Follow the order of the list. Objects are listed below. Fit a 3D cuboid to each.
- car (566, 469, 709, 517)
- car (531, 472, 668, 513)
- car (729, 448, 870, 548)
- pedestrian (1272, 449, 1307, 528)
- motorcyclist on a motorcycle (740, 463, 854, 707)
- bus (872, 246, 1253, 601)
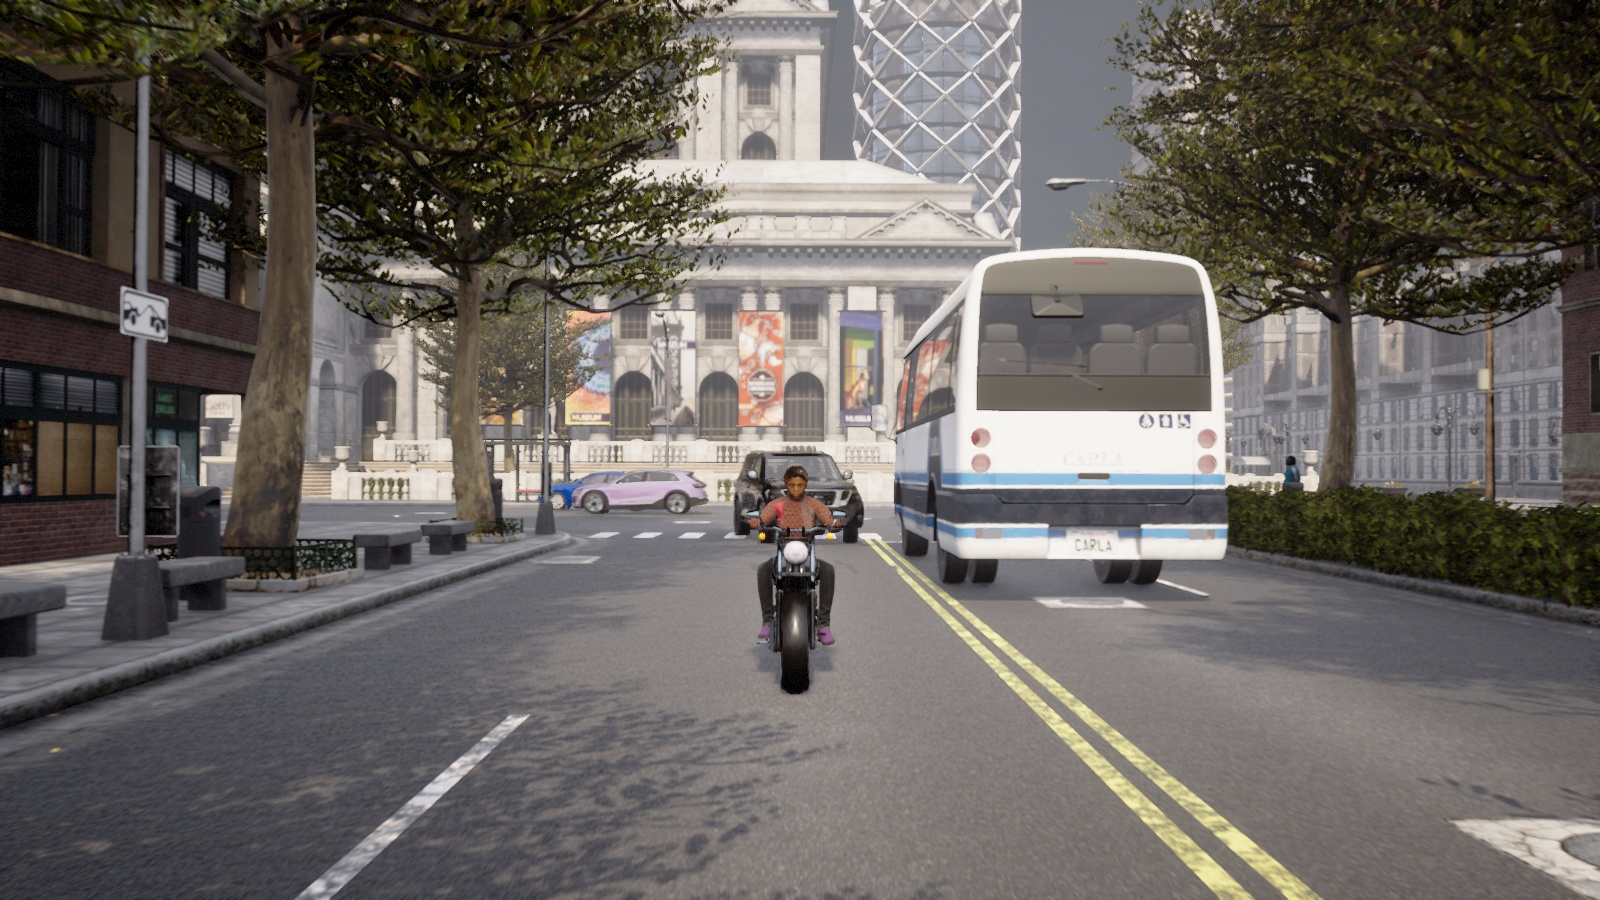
[{"bbox_3d":[-5.774,1.530,45.092,4.856,1.649,2.033,0,-1,0],"label":"car"},{"bbox_3d":[-7.707,1.644,48.596,5.008,1.535,1.882,0,-1,0],"label":"car"},{"bbox_3d":[-0.146,1.018,28.772,2.150,2.045,5.566,0,-1,-11],"label":"car"},{"bbox_3d":[12.064,0.946,30.949,0.692,1.930,0.396,0,-1,-7],"label":"pedestrian"},{"bbox_3d":[-0.025,0.929,9.687,0.766,1.649,2.350,0,-1,0],"label":"motorcyclist on a motorcycle"},{"bbox_3d":[3.444,-0.234,20.236,3.944,4.253,10.273,0,-1,0],"label":"bus"}]
